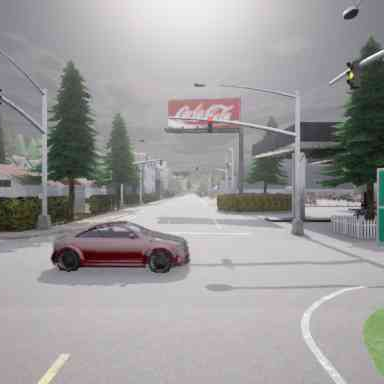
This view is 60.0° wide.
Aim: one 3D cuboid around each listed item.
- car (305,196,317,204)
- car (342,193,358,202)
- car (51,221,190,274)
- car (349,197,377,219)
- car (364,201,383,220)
[{"bbox_3d":[22.524,1.552,64.004,1.970,1.475,3.806,0,0,0],"label":"car"},{"bbox_3d":[34.931,1.489,71.791,2.007,1.523,4.514,0,0,0],"label":"car"},{"bbox_3d":[-2.145,1.645,10.460,4.181,1.385,1.994,0,0,1],"label":"car"},{"bbox_3d":[14.376,1.505,24.940,3.866,1.878,1.905,0,0,0],"label":"car"},{"bbox_3d":[18.705,1.672,30.609,4.611,1.667,2.242,0,0,0],"label":"car"}]
